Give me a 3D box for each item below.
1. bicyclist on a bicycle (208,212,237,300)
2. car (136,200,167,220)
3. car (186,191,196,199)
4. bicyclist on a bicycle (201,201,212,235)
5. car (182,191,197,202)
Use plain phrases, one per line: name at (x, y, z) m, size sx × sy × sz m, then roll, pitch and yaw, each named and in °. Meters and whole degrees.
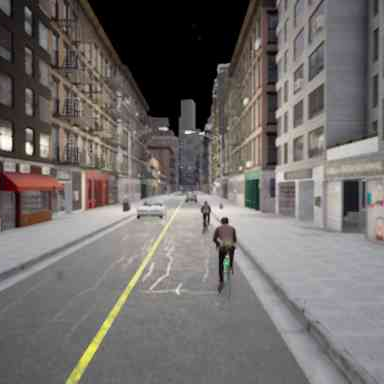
bicyclist on a bicycle at (0.729, 1.360, 7.200) m, size 0.582 × 1.620 × 1.656 m, roll 0°, pitch 0°, yaw 0°
car at (-2.939, 1.292, 24.928) m, size 1.895 × 1.301 × 4.718 m, roll 0°, pitch 1°, yaw 0°
car at (-0.265, 0.658, 74.222) m, size 2.128 × 1.511 × 4.902 m, roll 0°, pitch 1°, yaw 0°
bicyclist on a bicycle at (0.696, 1.249, 16.196) m, size 0.582 × 1.620 × 1.656 m, roll 0°, pitch 0°, yaw 0°
car at (-0.095, 0.908, 53.333) m, size 2.033 × 1.411 × 5.357 m, roll 0°, pitch 1°, yaw 0°
